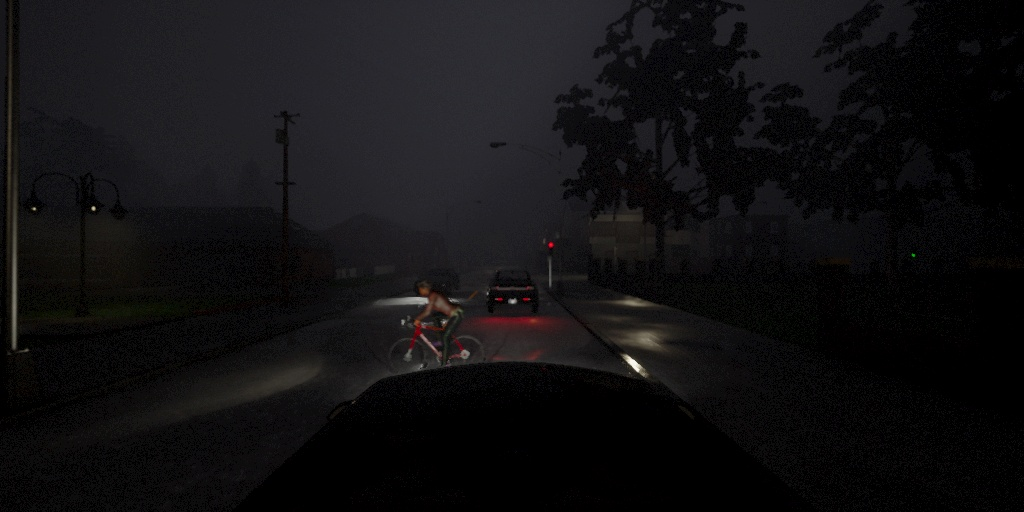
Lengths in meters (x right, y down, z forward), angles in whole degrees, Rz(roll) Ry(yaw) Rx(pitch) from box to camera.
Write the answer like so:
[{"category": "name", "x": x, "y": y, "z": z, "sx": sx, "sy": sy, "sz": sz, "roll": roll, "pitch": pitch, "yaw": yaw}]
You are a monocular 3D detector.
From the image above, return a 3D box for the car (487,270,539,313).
[{"category": "car", "x": 0.029, "y": 1.303, "z": 14.289, "sx": 2.128, "sy": 1.511, "sz": 4.902, "roll": 0, "pitch": 0, "yaw": 0}]

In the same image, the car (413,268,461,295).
[{"category": "car", "x": -4.122, "y": 1.390, "z": 20.643, "sx": 2.033, "sy": 1.411, "sz": 5.357, "roll": 0, "pitch": 0, "yaw": 0}]

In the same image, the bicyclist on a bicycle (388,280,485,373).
[{"category": "bicyclist on a bicycle", "x": -1.285, "y": 1.222, "z": 6.040, "sx": 1.656, "sy": 1.620, "sz": 0.582, "roll": -2, "pitch": 0, "yaw": 0}]
